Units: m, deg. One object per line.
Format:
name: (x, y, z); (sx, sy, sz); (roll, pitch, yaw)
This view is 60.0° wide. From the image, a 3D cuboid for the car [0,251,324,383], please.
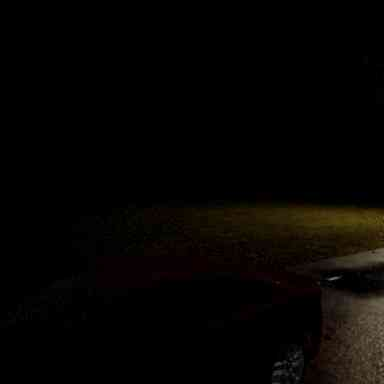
car: (-0.666, 1.478, 3.520); (5.008, 1.535, 1.882); (0, 0, -35)
